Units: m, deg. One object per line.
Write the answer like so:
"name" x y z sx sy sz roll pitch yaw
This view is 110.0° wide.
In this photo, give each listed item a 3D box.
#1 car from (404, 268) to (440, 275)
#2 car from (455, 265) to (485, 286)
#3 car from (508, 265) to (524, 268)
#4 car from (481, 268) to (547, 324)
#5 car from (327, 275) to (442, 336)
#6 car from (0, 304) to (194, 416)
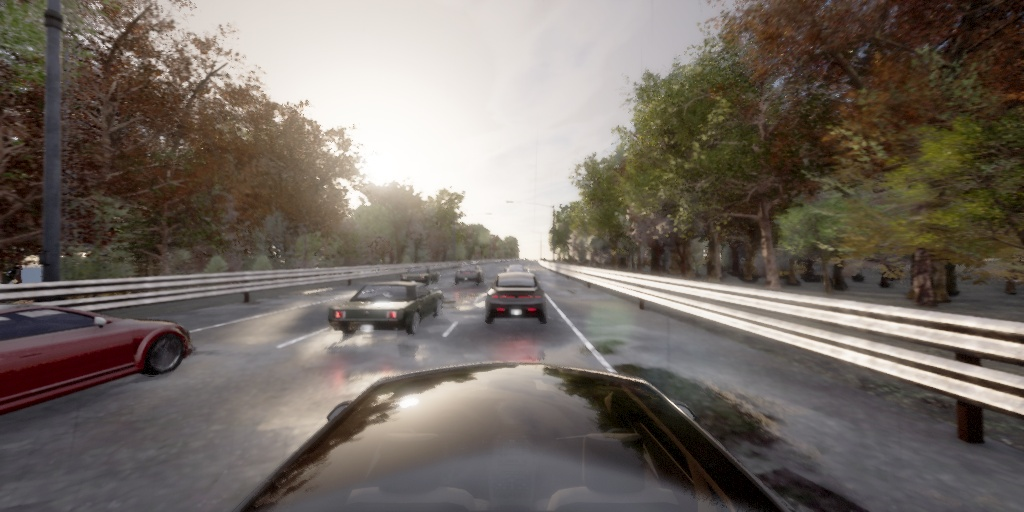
"car" -6.713 1.534 26.845 1.895 1.301 4.718 0 0 1
"car" -3.196 1.430 27.666 2.128 1.511 4.902 0 0 1
"car" 0.319 1.470 28.663 1.812 1.442 4.674 0 0 1
"car" 0.139 1.334 12.399 1.837 1.490 4.892 0 0 0
"car" -3.372 1.418 10.619 1.895 1.301 4.718 0 0 0
"car" -6.904 1.339 4.900 1.994 1.385 4.181 0 0 0
